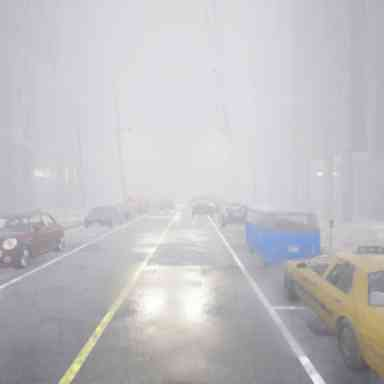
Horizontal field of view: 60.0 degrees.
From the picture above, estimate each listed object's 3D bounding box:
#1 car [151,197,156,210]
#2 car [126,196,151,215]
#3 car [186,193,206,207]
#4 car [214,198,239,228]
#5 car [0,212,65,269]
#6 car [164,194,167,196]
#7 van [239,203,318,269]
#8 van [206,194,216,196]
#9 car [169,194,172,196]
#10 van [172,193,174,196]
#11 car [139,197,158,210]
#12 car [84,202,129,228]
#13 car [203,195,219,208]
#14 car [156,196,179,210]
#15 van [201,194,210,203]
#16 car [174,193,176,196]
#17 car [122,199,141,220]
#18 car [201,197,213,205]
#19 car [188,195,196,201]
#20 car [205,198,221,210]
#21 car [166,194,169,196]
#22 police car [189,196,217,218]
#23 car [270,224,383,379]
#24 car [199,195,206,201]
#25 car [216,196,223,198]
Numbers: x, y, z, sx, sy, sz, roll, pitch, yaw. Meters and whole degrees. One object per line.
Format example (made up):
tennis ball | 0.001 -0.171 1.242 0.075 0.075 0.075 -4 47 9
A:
car | -5.752 1.573 39.073 1.947 1.339 4.313 0 0 0
car | -5.753 1.320 33.436 2.192 1.841 5.009 0 0 0
car | 0.659 1.360 46.395 2.097 1.767 4.553 0 0 -5
car | 2.770 1.443 22.170 1.967 1.590 4.097 0 0 0
car | -5.758 1.441 10.892 1.967 1.590 4.097 0 0 0
car | -5.749 1.562 55.982 2.008 1.369 4.403 0 0 0
van | 2.768 1.341 10.897 1.690 1.788 3.998 0 0 0
van | 2.773 1.348 39.081 1.690 1.788 3.998 0 0 0
car | -5.746 1.454 67.254 1.967 1.590 4.097 0 0 0
van | -5.744 1.359 78.528 1.690 1.788 3.998 0 0 0
car | -5.751 1.448 44.710 1.967 1.590 4.097 0 0 0
car | -5.756 1.569 22.164 1.947 1.339 4.313 0 0 0
car | 2.776 1.324 50.355 2.192 1.841 5.009 0 0 0
car | -3.081 1.555 42.280 2.033 1.411 5.357 0 0 0
van | 2.779 1.355 67.265 1.690 1.788 3.998 0 0 0
car | -5.743 1.545 83.993 1.752 1.417 4.829 0 0 0
car | -5.755 1.549 27.800 1.887 1.381 4.507 0 0 0
car | 2.777 1.578 61.628 1.947 1.339 4.313 0 0 0
car | 0.017 1.508 86.140 1.994 1.385 4.181 0 0 0
car | 2.774 1.553 44.717 1.887 1.381 4.507 0 0 0
car | -5.748 1.538 61.448 1.752 1.417 4.829 0 0 0
police car | 0.906 1.430 30.625 1.930 1.638 5.238 0 0 0
car | 2.766 1.525 5.430 1.752 1.417 4.829 0 0 0
car | 2.783 1.566 89.811 1.887 1.381 4.507 0 0 0
car | 2.772 1.445 33.444 1.967 1.590 4.097 0 0 0
